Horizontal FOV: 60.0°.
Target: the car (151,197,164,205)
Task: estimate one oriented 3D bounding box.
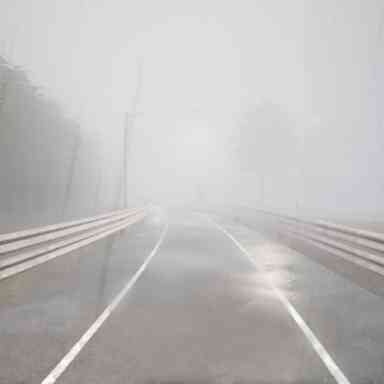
[{"bbox_3d":[-6.461,1.624,60.491,1.812,1.442,4.674,0,0,-18],"label":"car"}]
